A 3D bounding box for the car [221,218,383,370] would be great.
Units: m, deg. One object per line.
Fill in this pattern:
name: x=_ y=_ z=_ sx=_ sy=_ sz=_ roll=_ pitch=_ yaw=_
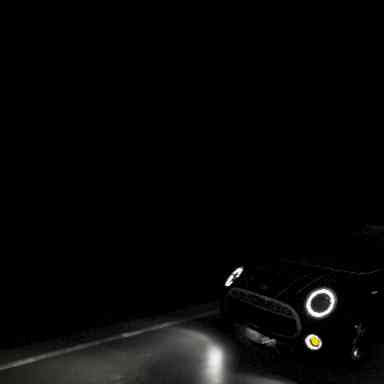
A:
car: x=2.680 y=1.407 z=5.910 sx=4.553 sy=1.767 sz=2.097 roll=1 pitch=0 yaw=-36
